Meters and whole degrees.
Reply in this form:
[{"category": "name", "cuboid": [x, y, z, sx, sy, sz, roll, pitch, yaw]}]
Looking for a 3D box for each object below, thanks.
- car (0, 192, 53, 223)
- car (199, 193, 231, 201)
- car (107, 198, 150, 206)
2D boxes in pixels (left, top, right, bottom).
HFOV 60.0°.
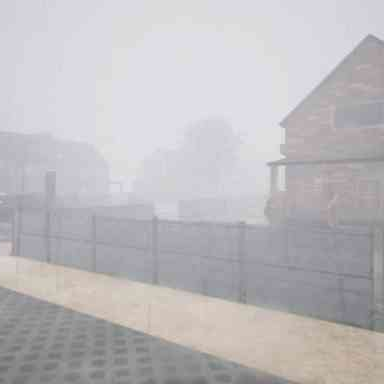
[{"category": "car", "cuboid": [-11.249, 1.079, 20.204, 2.150, 2.045, 5.566, 0, 2, 36]}, {"category": "car", "cuboid": [2.666, 0.845, 39.700, 2.033, 1.411, 5.357, 0, 2, 36]}, {"category": "car", "cuboid": [-5.396, 1.185, 28.408, 1.994, 1.385, 4.181, 0, 2, 35]}]
